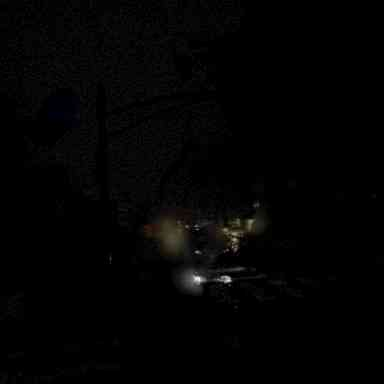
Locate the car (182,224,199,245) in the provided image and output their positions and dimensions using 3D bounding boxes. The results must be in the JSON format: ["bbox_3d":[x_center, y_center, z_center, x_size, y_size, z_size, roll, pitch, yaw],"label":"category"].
[{"bbox_3d":[0.046,4.015,30.960,2.033,1.411,5.357,-3,-4,-2],"label":"car"}]

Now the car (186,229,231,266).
[{"bbox_3d":[0.847,2.910,17.575,1.812,1.442,4.674,-3,-4,-3],"label":"car"}]

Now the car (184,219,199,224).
[{"bbox_3d":[-0.038,5.352,52.323,2.150,2.045,5.566,-3,-5,1],"label":"car"}]
